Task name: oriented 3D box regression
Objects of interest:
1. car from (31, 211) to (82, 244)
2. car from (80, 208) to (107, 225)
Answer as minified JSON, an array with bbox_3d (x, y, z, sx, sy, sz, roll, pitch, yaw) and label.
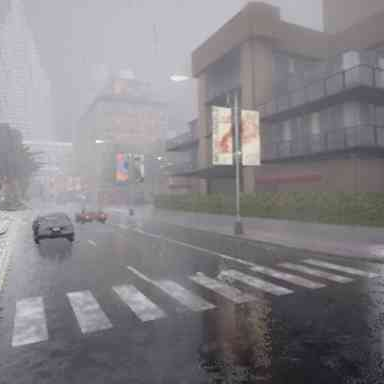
[{"bbox_3d":[-7.461,1.821,17.770,2.033,1.411,5.357,-1,0,-27],"label":"car"},{"bbox_3d":[-8.470,1.966,27.598,1.895,1.301,4.718,-1,0,-27],"label":"car"}]
